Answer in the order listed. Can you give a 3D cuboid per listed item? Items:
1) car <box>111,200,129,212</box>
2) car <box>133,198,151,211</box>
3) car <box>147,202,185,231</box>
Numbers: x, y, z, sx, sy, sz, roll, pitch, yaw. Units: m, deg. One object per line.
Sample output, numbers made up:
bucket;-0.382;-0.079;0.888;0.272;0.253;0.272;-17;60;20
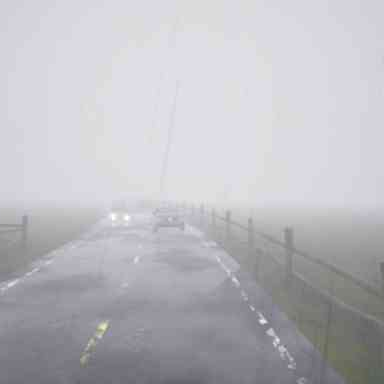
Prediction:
car;-8.355;1.581;38.474;1.895;1.301;4.718;0;0;-15
car;-6.019;1.499;40.604;1.837;1.490;4.892;0;0;-16
car;-1.581;1.566;20.916;2.033;1.411;5.357;0;0;-9
